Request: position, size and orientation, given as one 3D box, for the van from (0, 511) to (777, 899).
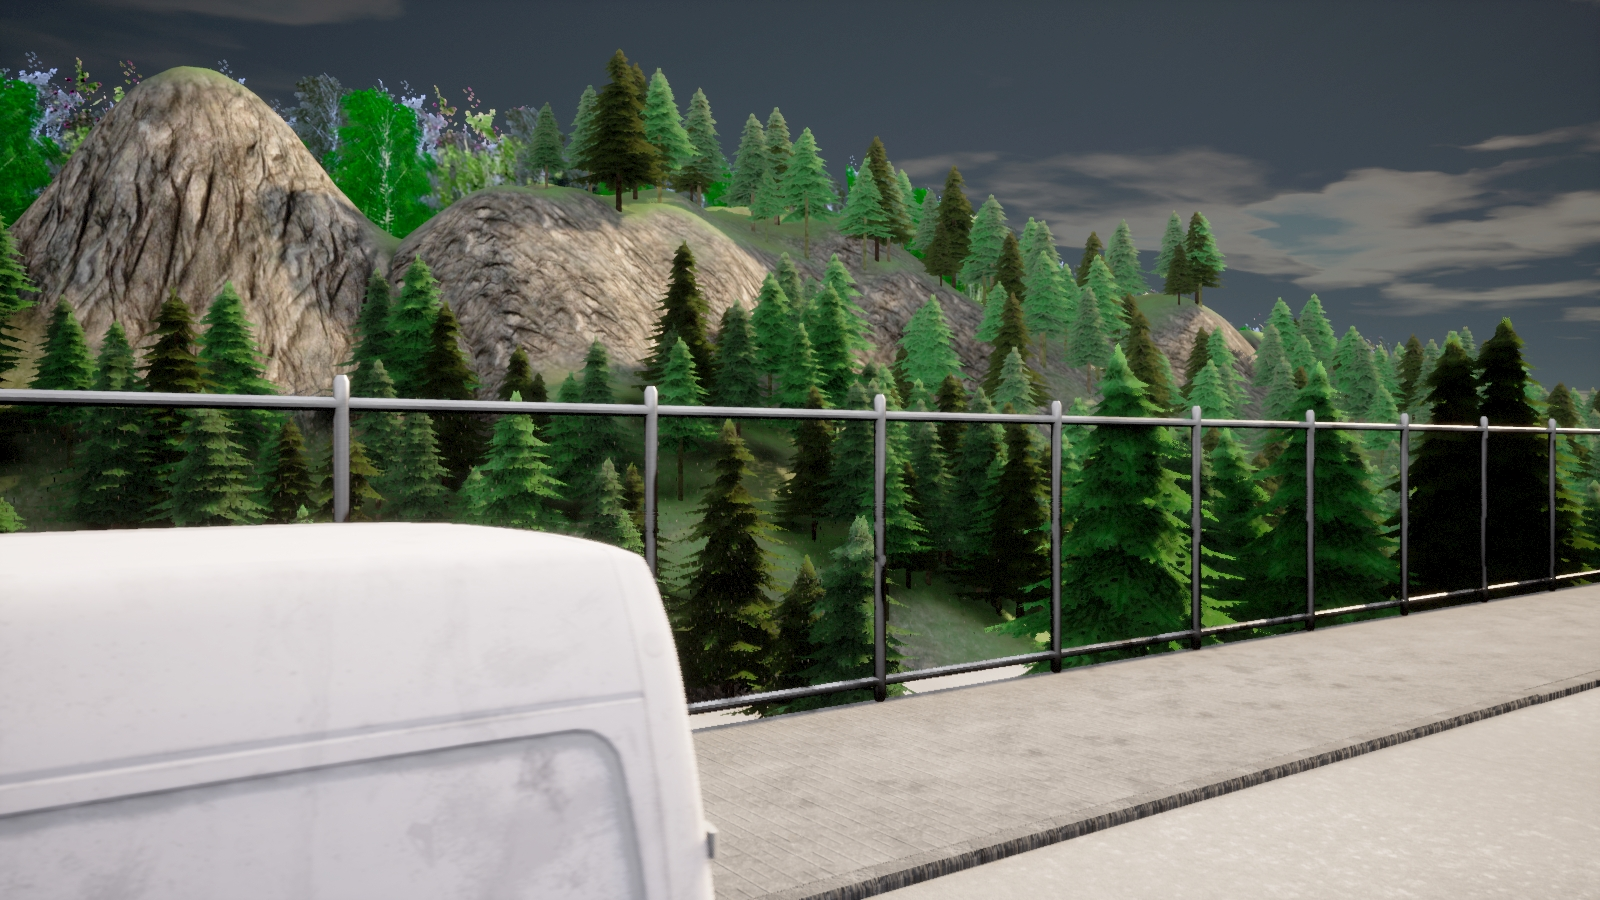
[{"bbox_3d":[-3.051,1.534,2.226,5.915,2.561,1.988,0,0,-35],"label":"van"}]
